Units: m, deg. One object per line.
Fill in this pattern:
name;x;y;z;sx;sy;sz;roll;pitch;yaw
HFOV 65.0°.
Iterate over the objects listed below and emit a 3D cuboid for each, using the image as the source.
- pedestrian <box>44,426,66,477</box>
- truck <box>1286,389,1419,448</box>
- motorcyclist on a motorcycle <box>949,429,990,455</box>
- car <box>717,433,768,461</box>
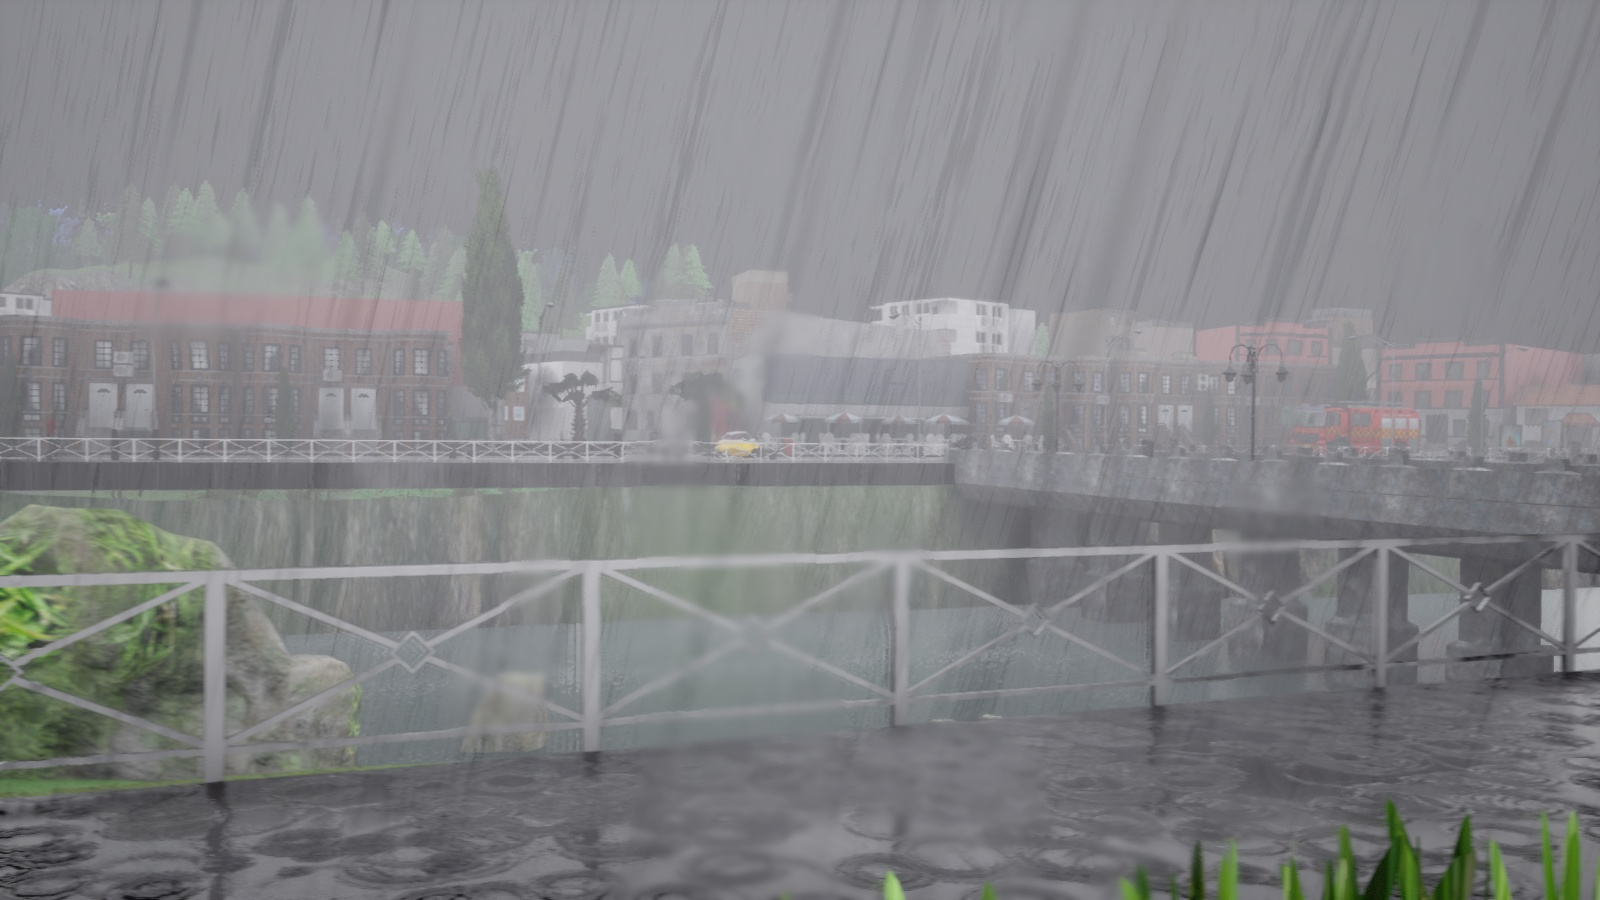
pedestrian;-27.470;0.052;46.303;0.636;1.846;0.331;-1;1;-21
truck;36.842;-2.127;83.726;8.468;3.827;2.891;-1;1;-21
motorcyclist on a motorcycle;9.907;-0.470;73.505;2.191;1.530;0.866;-1;1;-21
car;-2.954;-0.162;64.341;2.207;1.376;1.481;-1;1;-21
